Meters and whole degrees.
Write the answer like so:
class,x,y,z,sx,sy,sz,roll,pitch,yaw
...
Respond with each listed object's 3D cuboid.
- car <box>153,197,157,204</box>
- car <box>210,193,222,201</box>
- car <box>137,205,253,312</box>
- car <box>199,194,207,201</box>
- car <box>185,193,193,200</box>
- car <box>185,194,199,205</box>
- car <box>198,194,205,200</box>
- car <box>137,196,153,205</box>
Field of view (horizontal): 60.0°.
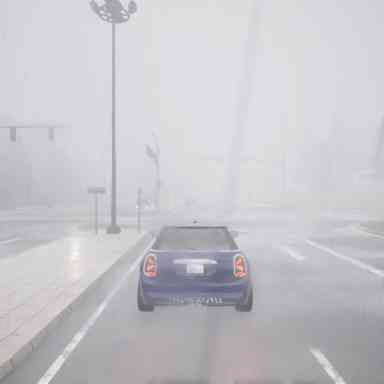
class,x,y,z,sx,sy,sz,roll,pitch,yaw
car,-8.383,1.505,66.261,1.837,1.490,4.892,0,0,0
car,6.341,1.215,85.003,2.150,2.045,5.566,0,0,-1
car,0.069,1.352,7.891,2.097,1.767,4.553,0,0,0
car,2.836,1.513,85.274,1.812,1.442,4.674,0,0,-1
car,-0.831,1.189,95.570,2.150,2.045,5.566,0,0,-1
car,-0.171,1.526,54.711,1.812,1.442,4.674,0,0,-1
car,2.669,1.442,95.597,1.882,1.535,5.008,0,0,-1
car,-8.293,1.505,57.052,1.837,1.490,4.892,0,0,-1
